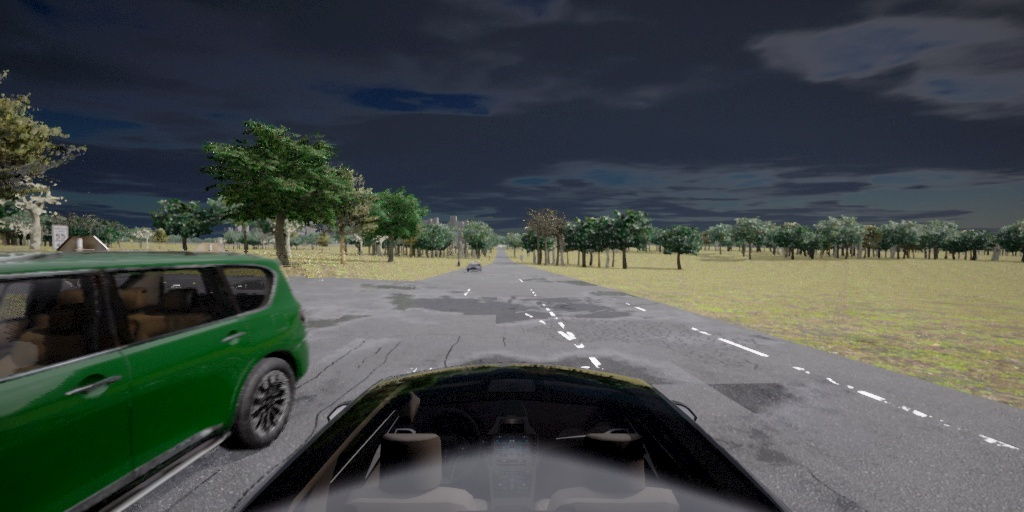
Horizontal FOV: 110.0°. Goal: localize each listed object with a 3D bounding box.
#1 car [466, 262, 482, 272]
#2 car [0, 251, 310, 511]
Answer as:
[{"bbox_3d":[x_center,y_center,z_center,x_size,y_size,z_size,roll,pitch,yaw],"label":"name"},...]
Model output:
[{"bbox_3d":[-5.143,1.496,48.997,1.994,1.385,4.181,0,0,-2],"label":"car"},{"bbox_3d":[-3.531,0.973,2.214,2.150,2.045,5.566,0,0,-2],"label":"car"}]
